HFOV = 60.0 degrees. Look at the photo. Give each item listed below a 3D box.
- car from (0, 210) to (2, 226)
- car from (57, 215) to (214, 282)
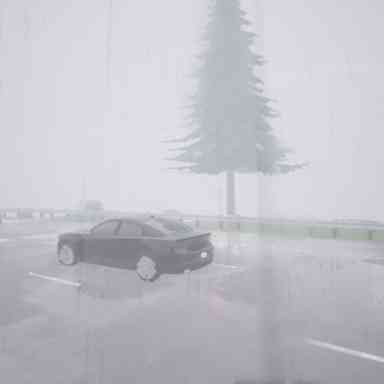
[{"bbox_3d":[-14.059,1.287,20.770,4.553,1.767,2.097,0,1,28],"label":"car"},{"bbox_3d":[-1.791,1.401,9.545,5.008,1.535,1.882,0,0,33],"label":"car"}]
